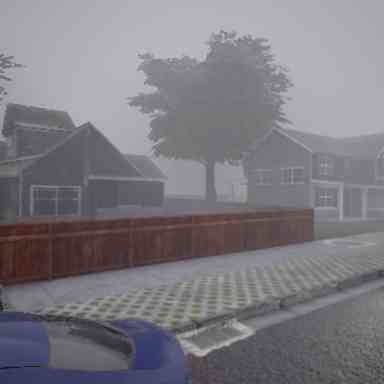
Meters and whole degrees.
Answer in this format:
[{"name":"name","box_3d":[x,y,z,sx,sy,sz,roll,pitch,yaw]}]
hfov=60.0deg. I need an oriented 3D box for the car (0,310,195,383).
[{"name":"car","box_3d":[-2.039,1.528,1.612,4.674,1.442,1.812,0,0,-36]}]
